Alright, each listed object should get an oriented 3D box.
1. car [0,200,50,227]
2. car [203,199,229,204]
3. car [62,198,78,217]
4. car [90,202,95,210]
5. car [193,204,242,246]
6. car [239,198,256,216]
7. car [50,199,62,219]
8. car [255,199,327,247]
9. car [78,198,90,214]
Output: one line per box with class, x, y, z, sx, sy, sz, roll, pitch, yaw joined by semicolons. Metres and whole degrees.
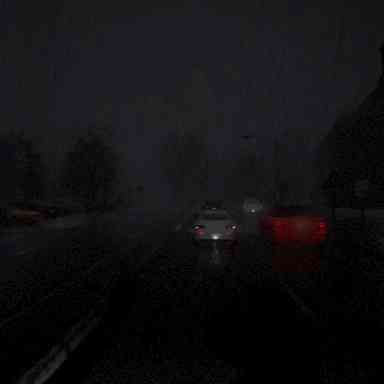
car;-12.742;1.458;22.180;5.366;1.575;1.946;0;0;4
car;1.984;1.346;29.994;1.994;1.385;4.181;0;1;4
car;-12.579;1.410;27.691;4.892;1.521;2.231;0;1;4
car;-12.212;1.348;33.187;4.892;1.521;2.231;0;1;4
car;1.042;1.476;14.988;1.812;1.442;4.674;0;0;4
car;5.228;1.295;29.790;1.812;1.442;4.674;0;1;4
car;-12.778;1.468;24.948;4.792;1.488;2.163;0;0;4
car;4.283;1.298;14.754;2.097;1.767;4.553;0;0;4
car;-12.390;1.379;30.438;5.008;1.535;2.097;0;1;4
